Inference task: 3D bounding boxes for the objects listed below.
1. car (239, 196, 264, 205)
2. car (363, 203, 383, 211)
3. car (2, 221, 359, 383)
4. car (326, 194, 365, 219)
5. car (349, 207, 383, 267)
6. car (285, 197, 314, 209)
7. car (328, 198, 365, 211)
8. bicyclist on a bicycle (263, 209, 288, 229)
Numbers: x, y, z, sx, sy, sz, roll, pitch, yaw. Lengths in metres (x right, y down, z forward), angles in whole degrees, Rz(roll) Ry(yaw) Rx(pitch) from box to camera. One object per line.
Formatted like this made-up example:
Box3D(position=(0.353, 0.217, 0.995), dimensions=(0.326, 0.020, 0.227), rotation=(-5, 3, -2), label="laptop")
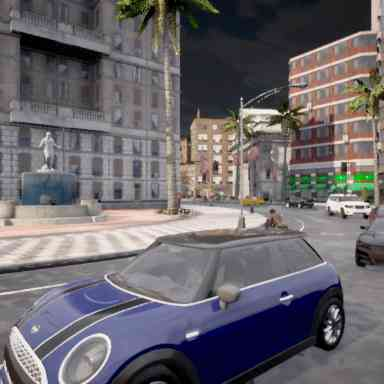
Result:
Box3D(position=(10.143, 1.477, 57.136), dimensions=(1.882, 1.535, 5.008), rotation=(0, 0, -35), label="car")
Box3D(position=(11.643, 1.525, 19.631), dimensions=(1.812, 1.442, 4.674), rotation=(0, 0, 19), label="car")
Box3D(position=(0.095, 1.352, 4.462), dimensions=(4.553, 1.767, 2.097), rotation=(0, 0, -39), label="car")
Box3D(position=(13.901, 1.221, 29.871), dimensions=(2.150, 2.045, 5.566), rotation=(0, 0, 4), label="car")
Box3D(position=(6.733, 1.477, 10.839), dimensions=(1.882, 1.535, 5.008), rotation=(0, 0, 37), label="car")
Box3D(position=(15.034, 1.504, 46.687), dimensions=(1.837, 1.490, 4.892), rotation=(0, 0, -17), label="car")
Box3D(position=(19.747, 1.525, 42.722), dimensions=(1.812, 1.442, 4.674), rotation=(0, 0, -12), label="car")
Box3D(position=(3.038, 1.449, 12.055), dimensions=(0.582, 1.620, 1.656), rotation=(0, -1, -26), label="bicyclist on a bicycle")
